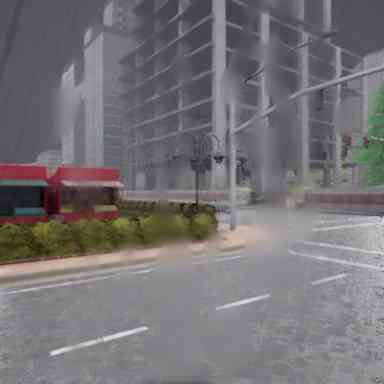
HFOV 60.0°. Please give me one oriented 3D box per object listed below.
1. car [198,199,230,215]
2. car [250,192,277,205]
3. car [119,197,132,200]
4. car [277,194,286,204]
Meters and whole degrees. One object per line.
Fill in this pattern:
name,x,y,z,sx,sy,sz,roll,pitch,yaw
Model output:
car,1.836,1.426,31.991,1.812,1.442,4.674,0,0,-36
car,11.190,1.024,53.489,1.905,1.878,3.866,0,0,-36
car,-6.485,1.509,37.521,1.895,1.301,4.718,0,0,-36
car,13.583,1.017,55.199,1.905,1.878,3.866,0,0,-36
